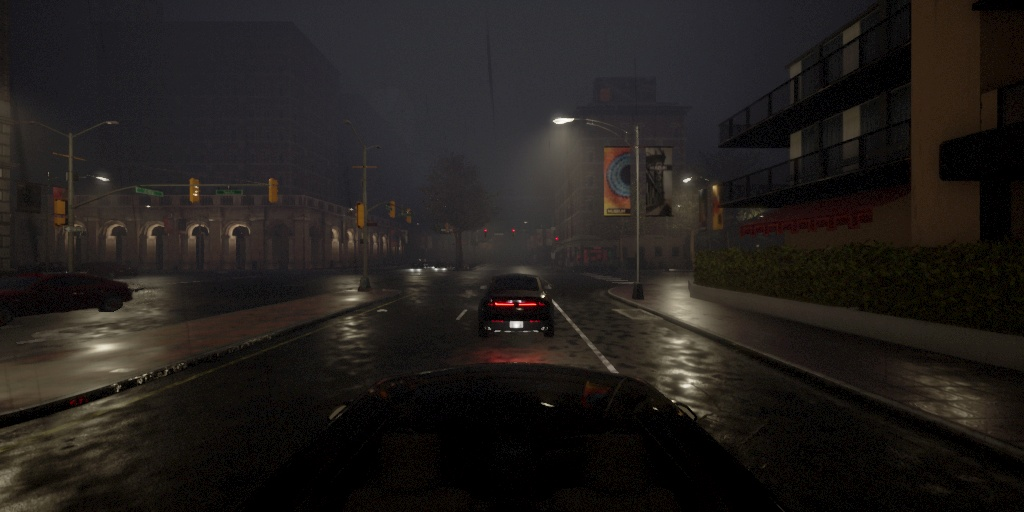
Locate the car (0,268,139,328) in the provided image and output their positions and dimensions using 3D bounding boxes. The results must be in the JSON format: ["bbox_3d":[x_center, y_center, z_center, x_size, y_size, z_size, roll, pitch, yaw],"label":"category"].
[{"bbox_3d":[-14.966,1.275,11.359,1.812,1.442,4.674,0,0,0],"label":"car"}]

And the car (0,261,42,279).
[{"bbox_3d":[-46.128,1.228,32.356,5.008,1.535,1.882,0,0,0],"label":"car"}]

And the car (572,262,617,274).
[{"bbox_3d":[9.009,1.351,39.588,4.718,1.301,1.895,0,0,0],"label":"car"}]

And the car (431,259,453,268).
[{"bbox_3d":[-11.352,1.314,58.682,1.994,1.385,4.181,0,0,0],"label":"car"}]

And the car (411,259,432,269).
[{"bbox_3d":[-14.857,1.241,57.911,2.128,1.511,4.902,0,0,0],"label":"car"}]

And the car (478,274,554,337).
[{"bbox_3d":[0.109,1.255,10.285,1.837,1.490,4.892,0,0,0],"label":"car"}]

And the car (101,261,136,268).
[{"bbox_3d":[-36.674,1.228,32.335,5.008,1.535,1.882,0,0,0],"label":"car"}]

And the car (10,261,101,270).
[{"bbox_3d":[-36.930,1.241,28.836,4.902,1.511,2.128,0,0,0],"label":"car"}]
